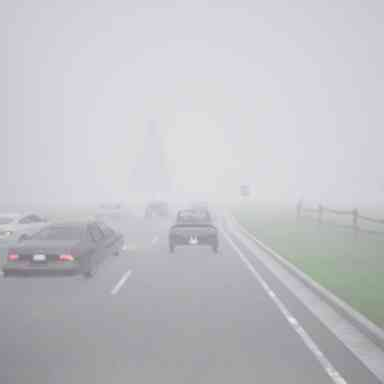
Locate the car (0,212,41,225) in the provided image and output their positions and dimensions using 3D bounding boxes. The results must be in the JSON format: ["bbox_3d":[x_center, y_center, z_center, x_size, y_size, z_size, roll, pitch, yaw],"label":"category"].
[{"bbox_3d":[-6.932,1.517,13.202,1.812,1.442,4.674,0,0,0],"label":"car"}]

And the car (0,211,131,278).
[{"bbox_3d":[-3.455,1.540,10.088,2.033,1.411,5.357,0,0,1],"label":"car"}]

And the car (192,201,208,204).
[{"bbox_3d":[0.735,1.505,29.761,1.812,1.442,4.674,0,0,4],"label":"car"}]

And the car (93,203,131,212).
[{"bbox_3d":[-6.444,1.582,27.527,1.895,1.301,4.718,0,0,4],"label":"car"}]

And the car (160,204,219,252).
[{"bbox_3d":[0.072,1.482,13.819,2.128,1.511,4.902,0,0,0],"label":"car"}]

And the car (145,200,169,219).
[{"bbox_3d":[-2.833,1.486,28.941,1.837,1.490,4.892,0,1,4],"label":"car"}]
